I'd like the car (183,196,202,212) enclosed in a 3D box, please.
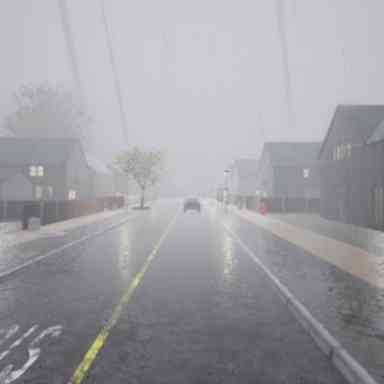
[{"bbox_3d":[0.012,1.346,36.171,2.128,1.511,4.902,0,0,0],"label":"car"}]

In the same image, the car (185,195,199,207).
[{"bbox_3d":[0.038,1.317,48.860,1.882,1.535,5.008,0,0,0],"label":"car"}]
